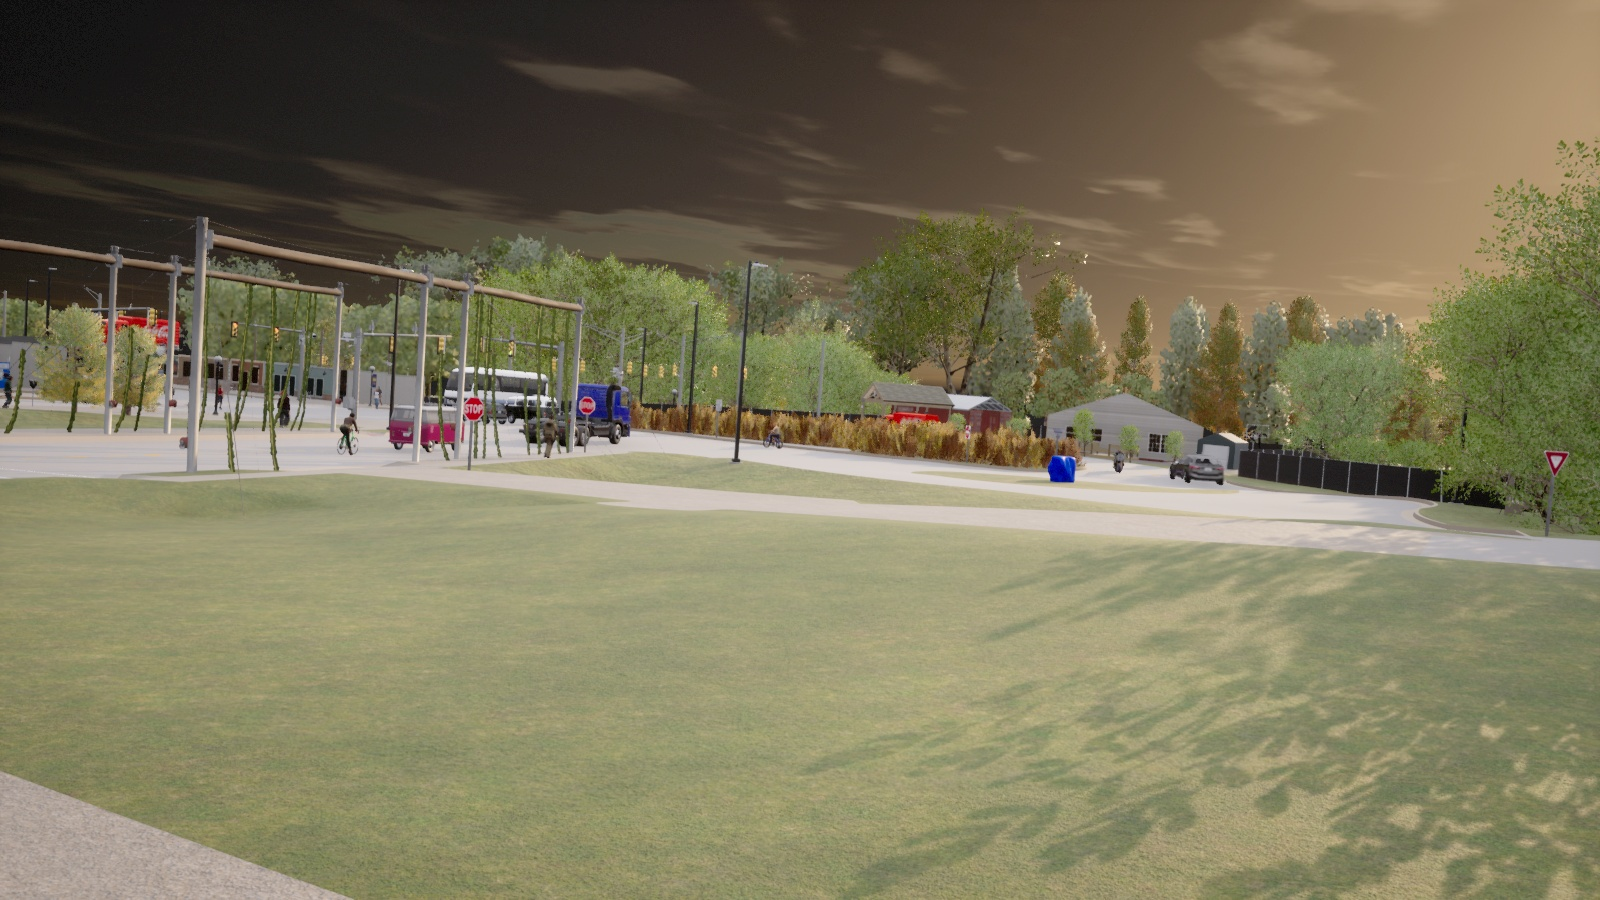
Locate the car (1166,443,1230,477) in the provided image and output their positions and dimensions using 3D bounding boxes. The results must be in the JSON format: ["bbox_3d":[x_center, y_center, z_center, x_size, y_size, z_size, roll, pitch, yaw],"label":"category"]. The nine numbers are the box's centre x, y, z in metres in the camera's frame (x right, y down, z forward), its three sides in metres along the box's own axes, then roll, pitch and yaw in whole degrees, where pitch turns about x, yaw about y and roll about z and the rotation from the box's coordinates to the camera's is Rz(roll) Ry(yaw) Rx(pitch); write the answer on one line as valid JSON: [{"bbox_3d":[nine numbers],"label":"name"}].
[{"bbox_3d":[23.506,0.566,74.397,2.242,1.667,4.611,2,3,0],"label":"car"}]

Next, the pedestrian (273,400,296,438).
[{"bbox_3d":[-25.724,-1.556,62.657,0.634,1.844,0.899,4,3,10],"label":"pedestrian"}]

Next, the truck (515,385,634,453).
[{"bbox_3d":[-12.524,-1.836,70.634,2.891,3.462,7.936,4,4,19],"label":"truck"}]

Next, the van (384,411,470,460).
[{"bbox_3d":[-16.407,-0.657,55.470,1.775,1.987,4.442,4,2,10],"label":"van"}]

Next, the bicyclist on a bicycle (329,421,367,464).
[{"bbox_3d":[-17.512,-0.293,48.689,0.582,1.620,1.656,4,2,8],"label":"bicyclist on a bicycle"}]

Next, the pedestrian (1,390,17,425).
[{"bbox_3d":[-42.223,-2.285,66.999,0.353,1.847,0.614,5,4,35],"label":"pedestrian"}]

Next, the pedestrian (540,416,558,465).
[{"bbox_3d":[-10.142,-0.392,50.804,0.396,1.930,0.692,4,3,11],"label":"pedestrian"}]

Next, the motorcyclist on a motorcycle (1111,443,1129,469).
[{"bbox_3d":[20.191,0.378,79.373,0.866,1.530,2.191,2,3,10],"label":"motorcyclist on a motorcycle"}]

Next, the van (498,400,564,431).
[{"bbox_3d":[-19.265,-2.474,89.869,4.480,2.038,2.069,3,3,36],"label":"van"}]

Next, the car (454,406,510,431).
[{"bbox_3d":[-22.155,-2.204,87.415,3.705,1.549,1.789,3,3,35],"label":"car"}]
